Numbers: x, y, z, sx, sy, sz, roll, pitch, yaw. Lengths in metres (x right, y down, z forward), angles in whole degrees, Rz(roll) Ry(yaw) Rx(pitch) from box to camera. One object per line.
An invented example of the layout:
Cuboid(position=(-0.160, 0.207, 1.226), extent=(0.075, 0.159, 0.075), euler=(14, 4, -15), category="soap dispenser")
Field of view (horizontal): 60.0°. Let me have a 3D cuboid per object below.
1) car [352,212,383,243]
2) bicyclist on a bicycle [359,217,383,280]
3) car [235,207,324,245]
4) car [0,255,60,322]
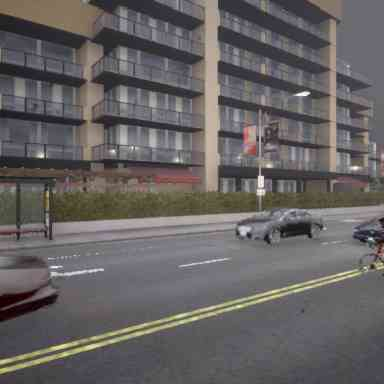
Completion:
Cuboid(position=(9.459, 1.547, 15.044), extent=(5.357, 1.411, 2.033), euler=(0, 0, -35), category="car")
Cuboid(position=(4.917, 1.454, 8.182), extent=(0.582, 1.620, 1.656), euler=(0, -2, -36), category="bicyclist on a bicycle")
Cuboid(position=(4.164, 1.490, 15.571), extent=(4.902, 1.511, 2.128), euler=(0, 0, -36), category="car")
Cuboid(position=(-4.852, 1.547, 4.829), extent=(5.357, 1.411, 2.033), euler=(0, 0, -36), category="car")
